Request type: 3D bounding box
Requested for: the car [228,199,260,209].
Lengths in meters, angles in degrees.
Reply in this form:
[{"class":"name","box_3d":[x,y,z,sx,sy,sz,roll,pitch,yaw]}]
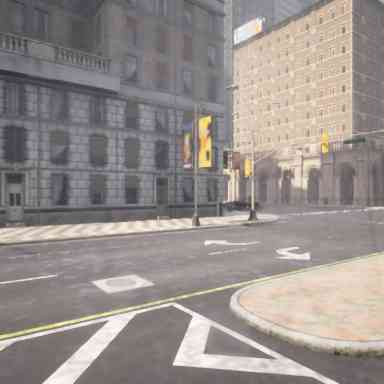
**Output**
[{"class":"car","box_3d":[7.299,1.601,46.487,1.895,1.301,4.718,0,0,-36]}]
